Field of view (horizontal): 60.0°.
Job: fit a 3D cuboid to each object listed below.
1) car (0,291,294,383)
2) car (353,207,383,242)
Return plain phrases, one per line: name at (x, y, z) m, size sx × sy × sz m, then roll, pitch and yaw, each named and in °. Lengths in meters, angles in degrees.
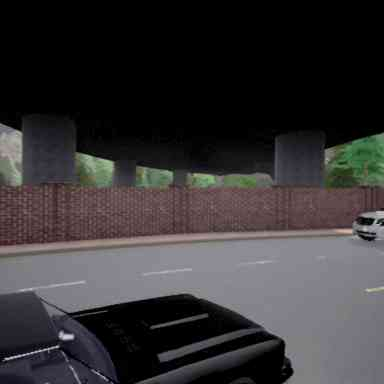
car at (-1.379, 1.600, 2.752) m, size 4.718 × 1.301 × 1.895 m, roll 0°, pitch 0°, yaw -33°
car at (10.055, 1.259, 14.878) m, size 5.566 × 2.045 × 2.150 m, roll 0°, pitch 0°, yaw -14°
